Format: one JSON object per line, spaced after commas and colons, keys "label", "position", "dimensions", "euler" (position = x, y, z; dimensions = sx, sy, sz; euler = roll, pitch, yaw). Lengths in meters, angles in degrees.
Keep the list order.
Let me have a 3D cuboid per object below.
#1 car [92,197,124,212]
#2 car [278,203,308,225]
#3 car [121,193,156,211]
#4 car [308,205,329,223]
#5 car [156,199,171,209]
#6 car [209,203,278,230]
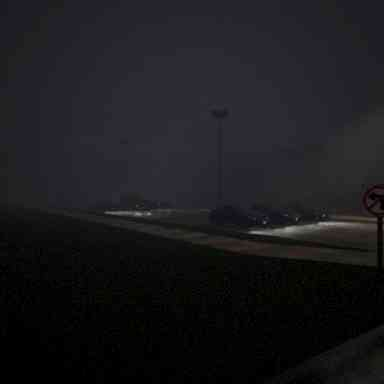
{"label": "car", "position": [-10.213, 1.589, 39.543], "dimensions": [1.895, 1.301, 4.718], "euler": [0, 0, -36]}
{"label": "car", "position": [5.544, 1.512, 23.869], "dimensions": [1.812, 1.442, 4.674], "euler": [0, 1, -37]}
{"label": "car", "position": [-7.096, 1.207, 41.201], "dimensions": [2.150, 2.045, 5.566], "euler": [0, 0, -36]}
{"label": "car", "position": [8.417, 1.545, 25.835], "dimensions": [1.994, 1.385, 4.181], "euler": [0, 0, -36]}
{"label": "car", "position": [-4.769, 1.583, 43.963], "dimensions": [1.895, 1.301, 4.718], "euler": [0, 0, -36]}
{"label": "car", "position": [2.940, 1.514, 21.504], "dimensions": [1.812, 1.442, 4.674], "euler": [0, 0, -35]}
